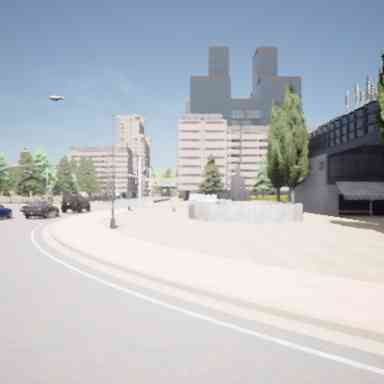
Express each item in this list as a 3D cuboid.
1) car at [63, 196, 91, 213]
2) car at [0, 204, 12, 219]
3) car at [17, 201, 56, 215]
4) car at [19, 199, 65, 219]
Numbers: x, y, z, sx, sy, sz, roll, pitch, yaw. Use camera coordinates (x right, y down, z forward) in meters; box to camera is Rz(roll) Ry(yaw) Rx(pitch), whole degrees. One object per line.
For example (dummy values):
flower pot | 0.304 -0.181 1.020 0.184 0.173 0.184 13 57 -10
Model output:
car | -14.278 1.503 41.013 2.150 2.045 5.566 0 0 0
car | -17.306 1.651 28.689 1.882 1.535 5.008 0 0 -6
car | -17.760 1.796 38.260 2.033 1.411 5.357 0 0 0
car | -14.083 1.697 31.360 2.128 1.511 4.902 0 0 -3
